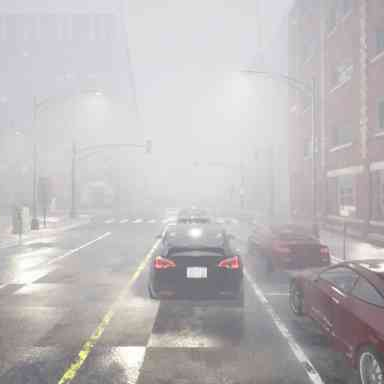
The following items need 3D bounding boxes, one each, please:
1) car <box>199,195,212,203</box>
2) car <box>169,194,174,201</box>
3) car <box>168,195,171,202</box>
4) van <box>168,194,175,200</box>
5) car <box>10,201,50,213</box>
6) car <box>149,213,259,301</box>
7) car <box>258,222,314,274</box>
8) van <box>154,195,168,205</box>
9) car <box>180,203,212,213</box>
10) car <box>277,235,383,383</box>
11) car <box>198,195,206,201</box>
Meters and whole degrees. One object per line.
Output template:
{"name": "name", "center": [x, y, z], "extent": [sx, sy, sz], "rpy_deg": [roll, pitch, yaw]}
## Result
{"name": "car", "center": [2.641, 1.544, 59.677], "extent": [1.752, 1.417, 4.829], "rpy_deg": [1, 0, 0]}
{"name": "car", "center": [-5.757, 1.607, 76.494], "extent": [1.802, 1.307, 4.206], "rpy_deg": [1, 0, 0]}
{"name": "car", "center": [-5.746, 1.603, 65.189], "extent": [1.802, 1.307, 4.206], "rpy_deg": [1, 0, 0]}
{"name": "van", "center": [-5.771, 1.376, 93.451], "extent": [1.690, 1.788, 3.998], "rpy_deg": [1, 0, 0]}
{"name": "car", "center": [-18.750, 1.730, 38.614], "extent": [4.313, 1.339, 1.947], "rpy_deg": [0, -1, 0]}
{"name": "car", "center": [0.092, 1.506, 8.395], "extent": [2.163, 1.488, 4.792], "rpy_deg": [0, 0, 0]}
{"name": "car", "center": [2.827, 1.585, 10.253], "extent": [1.802, 1.307, 4.206], "rpy_deg": [1, 0, 0]}
{"name": "van", "center": [-5.736, 1.359, 59.537], "extent": [1.690, 1.788, 3.998], "rpy_deg": [1, 0, 0]}
{"name": "car", "center": [0.079, 1.552, 18.509], "extent": [2.033, 1.411, 5.357], "rpy_deg": [0, 0, 0]}
{"name": "car", "center": [2.663, 1.583, 4.597], "extent": [1.802, 1.307, 4.206], "rpy_deg": [1, 0, 0]}
{"name": "car", "center": [2.612, 1.597, 87.768], "extent": [1.947, 1.339, 4.313], "rpy_deg": [1, 0, 0]}
